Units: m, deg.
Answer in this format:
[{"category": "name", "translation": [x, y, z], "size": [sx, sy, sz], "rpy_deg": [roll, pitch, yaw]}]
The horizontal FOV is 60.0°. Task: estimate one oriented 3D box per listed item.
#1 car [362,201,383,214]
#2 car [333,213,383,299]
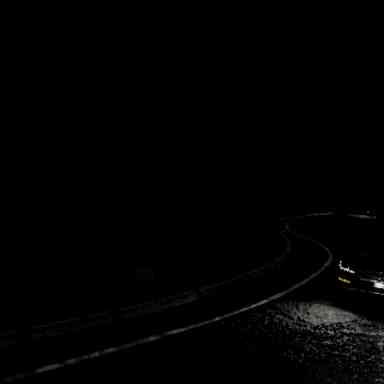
[{"category": "car", "translation": [18.311, 1.427, 30.186], "size": [5.357, 1.411, 2.033], "rpy_deg": [0, 0, -11]}, {"category": "car", "translation": [4.990, 1.550, 8.414], "size": [1.837, 1.490, 4.892], "rpy_deg": [2, 1, 34]}]
